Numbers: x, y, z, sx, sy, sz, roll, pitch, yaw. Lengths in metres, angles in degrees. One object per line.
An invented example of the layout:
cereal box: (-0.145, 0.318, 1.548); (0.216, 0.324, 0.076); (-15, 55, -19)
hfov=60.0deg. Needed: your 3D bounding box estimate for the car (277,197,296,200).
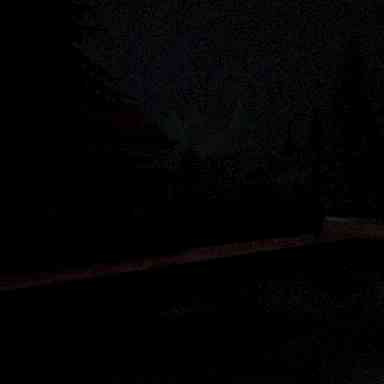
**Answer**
car: (8.315, 1.190, 29.265); (2.097, 1.767, 4.553); (0, 0, -36)
